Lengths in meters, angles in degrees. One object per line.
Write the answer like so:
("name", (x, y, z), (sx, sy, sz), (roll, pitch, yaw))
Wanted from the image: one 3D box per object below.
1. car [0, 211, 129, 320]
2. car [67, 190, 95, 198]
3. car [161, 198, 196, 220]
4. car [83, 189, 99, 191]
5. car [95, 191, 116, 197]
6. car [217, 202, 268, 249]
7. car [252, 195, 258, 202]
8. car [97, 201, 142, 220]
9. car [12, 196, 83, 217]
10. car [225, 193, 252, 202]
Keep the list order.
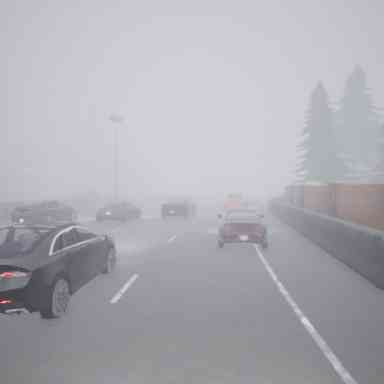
("car", (-3.078, 1.397, 7.142), (2.128, 1.511, 4.902), (0, 1, 3))
("car", (-16.912, 0.865, 48.472), (2.128, 1.511, 4.902), (0, 1, 18))
("car", (-0.906, 1.159, 25.111), (1.882, 1.535, 5.008), (0, 1, 10))
("car", (-17.830, 0.486, 57.208), (2.150, 2.045, 5.566), (0, 1, 15))
("car", (-12.627, 0.900, 50.418), (2.033, 1.411, 5.357), (0, 1, 18))
("car", (2.009, 1.354, 13.632), (1.812, 1.442, 4.674), (0, 1, 6))
("car", (7.843, 1.033, 45.530), (1.895, 1.301, 4.718), (0, 1, 20))
("car", (-4.868, 1.273, 22.636), (1.994, 1.385, 4.181), (0, 1, 9))
("car", (-8.783, 1.241, 20.221), (1.837, 1.490, 4.892), (0, 1, 8))
("car", (4.770, 0.912, 35.105), (2.097, 1.767, 4.553), (0, 1, 16))
